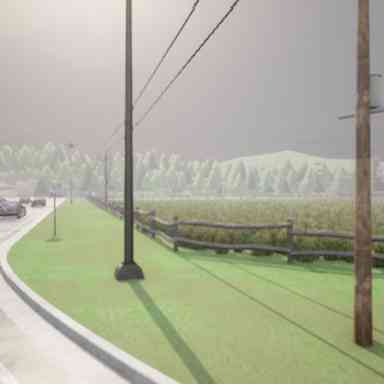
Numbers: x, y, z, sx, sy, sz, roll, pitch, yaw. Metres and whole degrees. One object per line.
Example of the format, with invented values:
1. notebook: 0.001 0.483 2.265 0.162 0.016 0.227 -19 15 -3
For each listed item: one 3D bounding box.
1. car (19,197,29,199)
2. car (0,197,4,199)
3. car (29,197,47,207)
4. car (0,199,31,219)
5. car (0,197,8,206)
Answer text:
1. car: -31.140 1.584 61.874 2.033 1.411 5.357 0 0 -20
2. car: -22.946 1.549 38.874 1.812 1.442 4.674 0 0 -20
3. car: -24.140 1.556 52.653 1.812 1.442 4.674 0 0 -20
4. car: -15.664 1.564 28.868 2.033 1.411 5.357 0 0 -20
5. car: -33.442 1.582 57.605 2.033 1.411 5.357 0 0 -20
